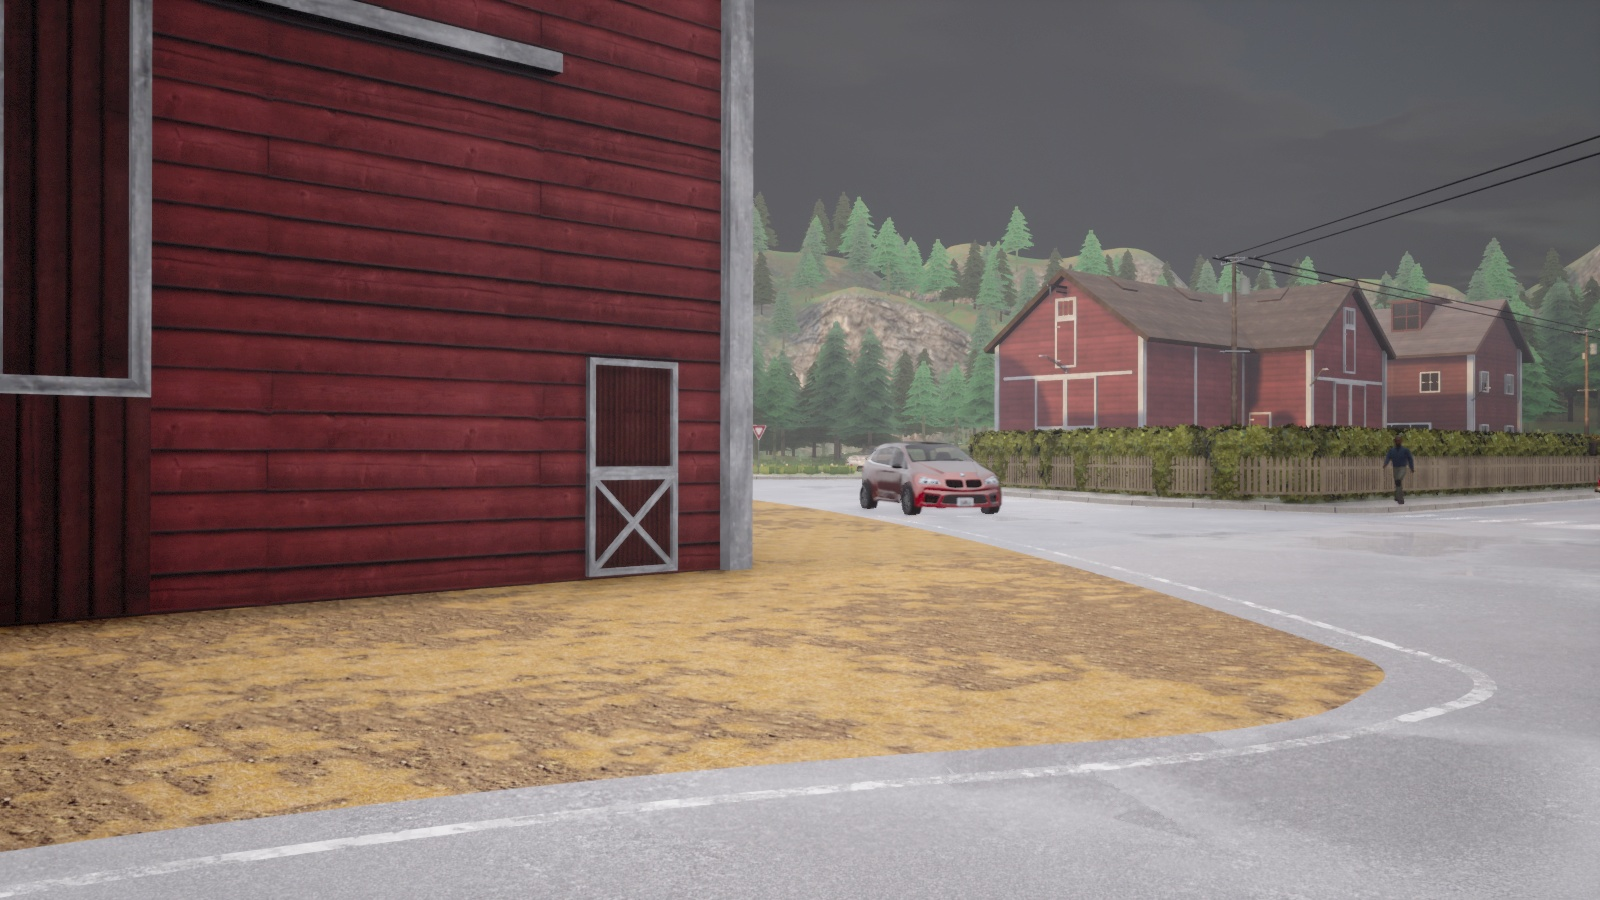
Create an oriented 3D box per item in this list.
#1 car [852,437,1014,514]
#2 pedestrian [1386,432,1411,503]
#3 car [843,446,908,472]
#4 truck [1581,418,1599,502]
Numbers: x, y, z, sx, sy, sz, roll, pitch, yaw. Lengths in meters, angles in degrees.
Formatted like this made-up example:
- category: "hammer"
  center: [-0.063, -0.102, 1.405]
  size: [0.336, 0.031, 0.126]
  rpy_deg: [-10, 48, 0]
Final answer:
- category: "car"
  center: [3.026, 0.548, 29.742]
  size: [2.242, 1.667, 4.611]
  rpy_deg: [0, 0, -16]
- category: "pedestrian"
  center: [15.728, 0.447, 32.988]
  size: [0.726, 1.835, 0.370]
  rpy_deg: [0, 0, -45]
- category: "car"
  center: [5.441, 0.631, 90.254]
  size: [4.605, 1.855, 1.932]
  rpy_deg: [0, 0, -42]
- category: "truck"
  center: [26.114, 0.296, 38.203]
  size: [5.204, 2.467, 2.627]
  rpy_deg: [0, 0, -42]
